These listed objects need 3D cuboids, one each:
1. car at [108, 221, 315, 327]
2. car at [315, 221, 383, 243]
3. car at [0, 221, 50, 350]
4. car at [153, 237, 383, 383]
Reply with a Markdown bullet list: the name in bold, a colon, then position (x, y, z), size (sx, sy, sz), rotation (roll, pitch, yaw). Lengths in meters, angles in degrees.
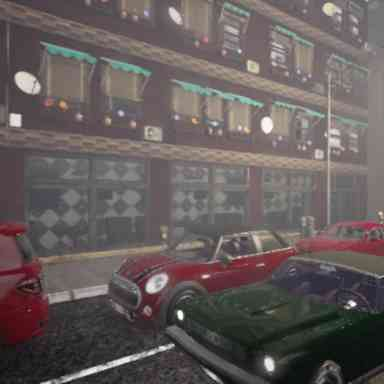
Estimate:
- **car**: position (0.381, 1.461, 6.829), size (4.097, 1.590, 1.967), rotation (0, 0, -35)
- **car**: position (4.970, 1.594, 10.103), size (4.507, 1.381, 1.887), rotation (0, 0, -35)
- **car**: position (-4.205, 1.308, 3.556), size (5.009, 1.841, 2.192), rotation (0, 0, -35)
- **car**: position (2.020, 1.623, 4.763), size (4.718, 1.301, 1.895), rotation (0, 0, -35)
